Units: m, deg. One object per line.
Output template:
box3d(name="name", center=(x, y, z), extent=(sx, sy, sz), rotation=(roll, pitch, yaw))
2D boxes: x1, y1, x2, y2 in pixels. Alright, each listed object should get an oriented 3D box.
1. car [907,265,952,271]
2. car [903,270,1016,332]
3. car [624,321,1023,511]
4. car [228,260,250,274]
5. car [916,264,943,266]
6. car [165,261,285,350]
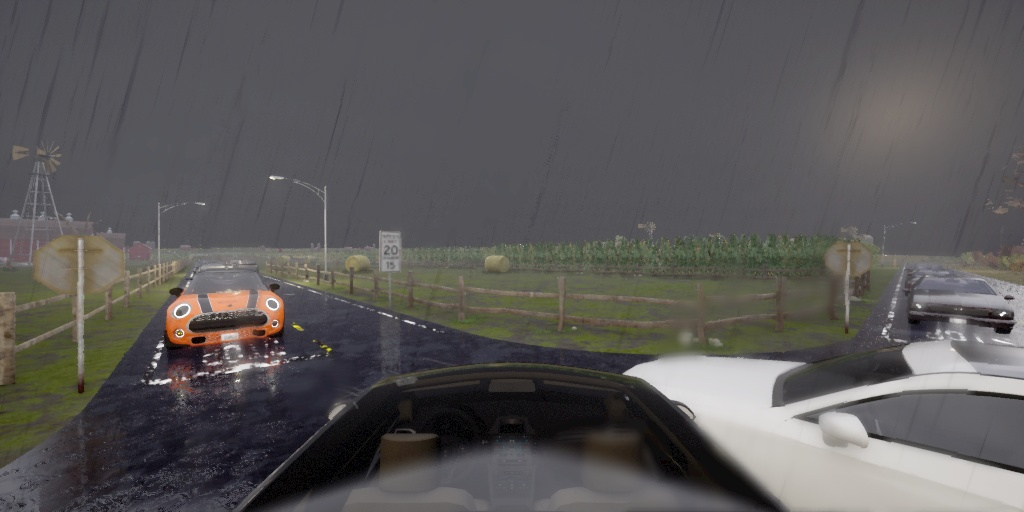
box3d(name="car", center=(21.073, 1.360, 17.829), extent=(4.181, 1.385, 1.994), rotation=(0, 1, -43))
box3d(name="car", center=(13.656, 1.333, 11.131), extent=(5.357, 1.411, 2.033), rotation=(0, 1, -42))
box3d(name="car", center=(2.863, 1.293, 2.197), extent=(1.812, 1.442, 4.674), rotation=(0, 1, -43))
box3d(name="car", center=(-33.155, 1.264, 43.417), extent=(1.837, 1.490, 4.892), rotation=(0, 0, -41))
box3d(name="car", center=(28.722, 1.303, 24.725), extent=(4.902, 1.511, 2.128), rotation=(0, 1, -42))
box3d(name="car", center=(-7.454, 1.136, 9.422), extent=(2.097, 1.767, 4.553), rotation=(0, 0, -39))
